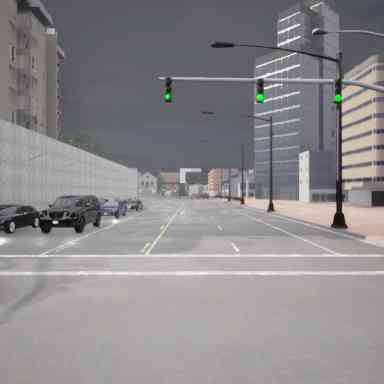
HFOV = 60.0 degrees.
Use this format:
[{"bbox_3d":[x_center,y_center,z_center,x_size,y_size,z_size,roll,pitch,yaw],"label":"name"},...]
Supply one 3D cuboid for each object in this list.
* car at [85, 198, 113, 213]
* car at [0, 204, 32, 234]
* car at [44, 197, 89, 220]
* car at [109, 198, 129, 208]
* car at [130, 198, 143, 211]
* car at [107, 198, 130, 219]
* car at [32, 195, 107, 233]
[{"bbox_3d":[-10.618,1.505,38.321,1.837,1.490,4.892,0,0,0],"label":"car"},{"bbox_3d":[-10.612,1.505,19.435,1.837,1.490,4.892,0,0,0],"label":"car"},{"bbox_3d":[-10.618,1.352,28.503,2.097,1.767,4.553,0,0,0],"label":"car"},{"bbox_3d":[-10.586,1.601,48.381,1.895,1.301,4.718,0,0,0],"label":"car"},{"bbox_3d":[-7.116,1.491,40.051,2.128,1.511,4.902,0,0,0],"label":"car"},{"bbox_3d":[-7.117,1.526,29.708,1.812,1.442,4.674,0,0,0],"label":"car"},{"bbox_3d":[-7.109,1.221,20.068,2.150,2.045,5.566,0,0,0],"label":"car"}]
